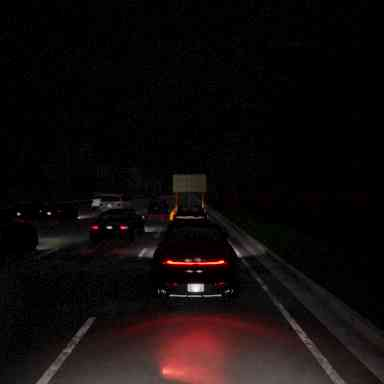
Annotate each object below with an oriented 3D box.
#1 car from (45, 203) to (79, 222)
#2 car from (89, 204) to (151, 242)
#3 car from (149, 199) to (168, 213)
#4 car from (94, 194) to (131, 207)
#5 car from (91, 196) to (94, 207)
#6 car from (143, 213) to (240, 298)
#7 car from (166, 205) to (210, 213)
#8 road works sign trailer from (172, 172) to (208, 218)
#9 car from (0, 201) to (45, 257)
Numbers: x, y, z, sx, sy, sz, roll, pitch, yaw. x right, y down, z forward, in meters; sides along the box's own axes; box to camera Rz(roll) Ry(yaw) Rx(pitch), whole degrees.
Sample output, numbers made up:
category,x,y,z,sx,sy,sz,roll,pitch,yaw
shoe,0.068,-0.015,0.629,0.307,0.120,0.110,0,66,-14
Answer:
category,x,y,z,sx,sy,sz,roll,pitch,yaw
car,-10.587,1.562,26.610,1.994,1.385,4.181,0,0,0
car,-3.498,1.547,16.390,2.033,1.411,5.357,0,0,-1
car,-3.667,1.477,36.418,1.882,1.535,5.008,0,0,0
car,-7.125,1.223,31.279,2.150,2.045,5.566,0,0,-1
car,-10.699,1.221,40.804,2.150,2.045,5.566,0,0,-1
car,0.053,1.505,8.506,1.837,1.490,4.892,0,0,0
car,-0.050,1.488,18.892,2.128,1.511,4.902,0,0,1
road works sign trailer,-0.171,0.464,22.762,2.380,3.560,2.880,0,0,-3
car,-6.971,1.351,10.909,2.097,1.767,4.553,0,0,0
